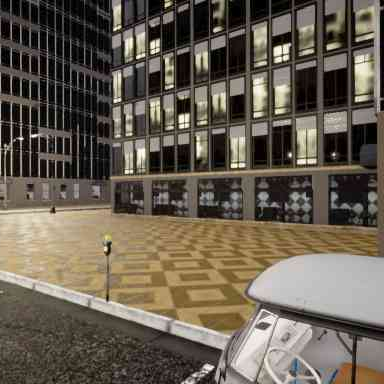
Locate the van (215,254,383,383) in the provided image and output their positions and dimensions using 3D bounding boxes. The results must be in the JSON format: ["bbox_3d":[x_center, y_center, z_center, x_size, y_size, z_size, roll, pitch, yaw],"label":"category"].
[{"bbox_3d":[1.933,1.341,1.500,3.998,1.788,1.690,0,0,35],"label":"van"}]
